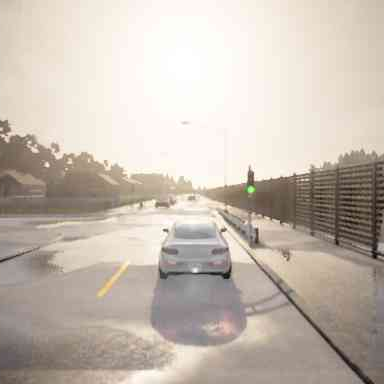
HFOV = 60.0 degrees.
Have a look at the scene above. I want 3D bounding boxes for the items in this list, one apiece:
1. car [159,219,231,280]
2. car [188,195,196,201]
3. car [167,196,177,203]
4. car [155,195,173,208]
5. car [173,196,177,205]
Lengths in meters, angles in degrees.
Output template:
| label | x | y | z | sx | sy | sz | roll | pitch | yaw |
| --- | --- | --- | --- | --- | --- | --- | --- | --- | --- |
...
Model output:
| label | x | y | z | sx | sy | sz | roll | pitch | yaw |
| --- | --- | --- | --- | --- | --- | --- | --- | --- | --- |
| car | 0.078 | 1.519 | 9.838 | 1.812 | 1.442 | 4.674 | 0 | 0 | 0 |
| car | -0.049 | 1.418 | 81.733 | 1.882 | 1.535 | 5.008 | 0 | 0 | 0 |
| car | -4.037 | 1.476 | 67.002 | 1.812 | 1.442 | 4.674 | 0 | 0 | 0 |
| car | -4.120 | 1.443 | 47.159 | 1.882 | 1.535 | 5.008 | 0 | 0 | 0 |
| car | -4.094 | 1.310 | 57.089 | 2.097 | 1.767 | 4.553 | 0 | 0 | 0 |
